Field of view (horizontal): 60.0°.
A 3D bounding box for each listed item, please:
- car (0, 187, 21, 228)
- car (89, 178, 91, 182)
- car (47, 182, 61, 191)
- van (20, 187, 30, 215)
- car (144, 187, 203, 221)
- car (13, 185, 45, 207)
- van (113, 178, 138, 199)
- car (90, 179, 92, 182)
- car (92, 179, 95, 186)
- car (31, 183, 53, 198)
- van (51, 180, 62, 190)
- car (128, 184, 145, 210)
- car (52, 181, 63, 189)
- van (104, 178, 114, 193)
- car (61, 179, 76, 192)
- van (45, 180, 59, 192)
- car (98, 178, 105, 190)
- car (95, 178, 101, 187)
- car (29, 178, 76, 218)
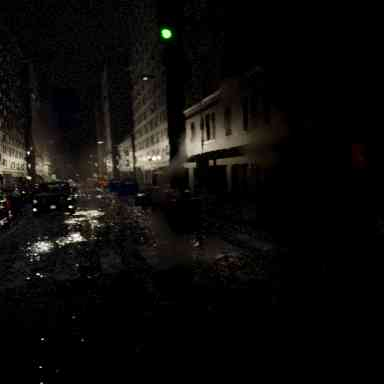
[{"bbox_3d":[-8.947,0.843,13.878,2.192,1.841,5.009,-4,4,-19],"label":"car"},{"bbox_3d":[-25.953,-2.741,89.394,2.008,1.369,4.403,-4,4,-19],"label":"car"},{"bbox_3d":[-25.052,-1.044,60.660,2.008,1.369,4.403,-4,4,-19],"label":"car"},{"bbox_3d":[-10.736,0.633,19.076,1.690,1.788,3.998,-4,4,-19],"label":"van"},{"bbox_3d":[-0.884,0.546,16.642,1.887,1.381,4.507,-4,4,-19],"label":"car"},{"bbox_3d":[-14.313,0.260,29.475,1.967,1.590,4.097,-4,4,-19],"label":"car"},{"bbox_3d":[-6.265,-0.364,32.219,1.690,1.788,3.998,-4,4,-19],"label":"van"},{"bbox_3d":[-22.376,-2.384,78.994,1.967,1.590,4.097,-4,4,-19],"label":"car"},{"bbox_3d":[-18.801,-2.040,68.593,2.192,1.841,5.009,-4,4,-19],"label":"car"},{"bbox_3d":[-17.894,-0.212,39.868,1.967,1.590,4.097,-4,4,-19],"label":"car"},{"bbox_3d":[-26.852,-1.488,65.844,1.690,1.788,3.998,-4,4,-19],"label":"van"},{"bbox_3d":[-2.673,0.331,21.840,1.947,1.339,4.313,-4,4,-19],"label":"car"},{"bbox_3d":[-28.632,-1.499,71.054,1.947,1.339,4.313,-4,4,-19],"label":"car"},{"bbox_3d":[-9.846,-0.836,42.612,1.690,1.788,3.998,-4,4,-19],"label":"van"},{"bbox_3d":[-19.520,-1.088,52.733,2.097,1.767,4.553,-4,4,-19],"label":"car"},{"bbox_3d":[-23.271,-1.018,55.452,1.690,1.788,3.998,-4,4,-19],"label":"van"},{"bbox_3d":[-13.417,-1.068,53.020,1.802,1.307,4.206,-4,4,-19],"label":"car"},{"bbox_3d":[-16.998,-1.539,63.413,1.802,1.307,4.206,-4,4,-19],"label":"car"},{"bbox_3d":[-8.468,0.343,20.656,2.150,2.045,5.566,-4,4,-19],"label":"car"}]
